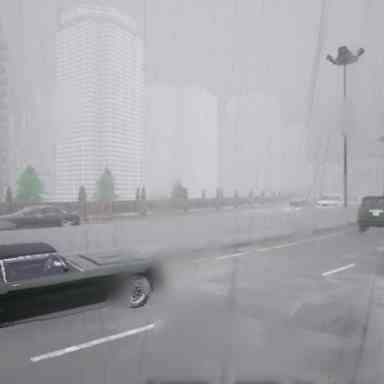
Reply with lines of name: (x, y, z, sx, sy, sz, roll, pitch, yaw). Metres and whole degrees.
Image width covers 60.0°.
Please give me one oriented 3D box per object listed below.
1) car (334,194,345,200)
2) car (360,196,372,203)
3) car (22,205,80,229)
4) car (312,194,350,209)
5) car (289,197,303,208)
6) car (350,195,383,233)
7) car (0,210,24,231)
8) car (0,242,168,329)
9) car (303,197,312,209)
car: (37.842, 1.170, 85.193, 2.033, 1.411, 5.357, 0, 0, 32)
car: (36.687, 1.576, 70.017, 1.895, 1.301, 4.718, 0, 0, 32)
car: (-9.042, 1.564, 19.322, 4.892, 1.490, 1.837, 0, 0, -39)
car: (14.641, 1.229, 34.838, 2.150, 2.045, 5.566, 0, 0, 34)
car: (16.037, 1.507, 50.081, 1.882, 1.535, 5.008, 0, 0, 32)
car: (11.203, 1.218, 18.895, 2.150, 2.045, 5.566, 0, 0, 43)
car: (-9.861, 1.618, 14.323, 4.181, 1.385, 1.994, 0, 0, -37)
car: (-2.827, 1.620, 6.184, 4.718, 1.301, 1.895, 0, 0, -37)
car: (17.084, 1.509, 45.136, 2.128, 1.511, 4.902, 0, 0, 32)
